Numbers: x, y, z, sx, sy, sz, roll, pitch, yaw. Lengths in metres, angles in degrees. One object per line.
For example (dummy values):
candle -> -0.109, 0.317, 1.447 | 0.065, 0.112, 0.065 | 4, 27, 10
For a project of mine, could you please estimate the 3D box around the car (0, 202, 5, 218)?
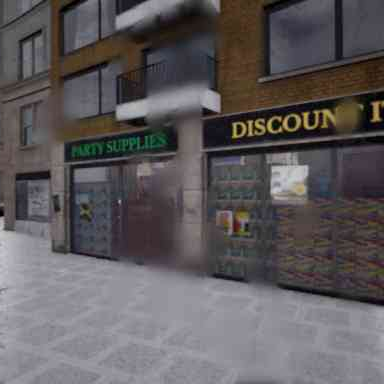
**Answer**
car -> -16.564, 1.477, 26.680 | 1.882, 1.535, 5.008 | -1, 0, 35
